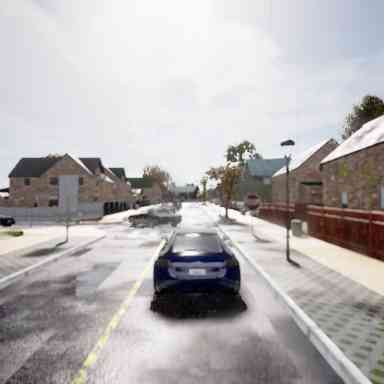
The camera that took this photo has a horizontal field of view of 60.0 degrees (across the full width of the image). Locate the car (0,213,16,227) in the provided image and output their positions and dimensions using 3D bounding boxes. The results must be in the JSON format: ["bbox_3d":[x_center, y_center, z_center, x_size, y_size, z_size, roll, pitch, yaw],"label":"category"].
[{"bbox_3d":[-15.166,1.956,24.300,4.181,1.385,1.994,-1,-3,8],"label":"car"}]

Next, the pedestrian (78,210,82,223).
[{"bbox_3d":[-9.914,2.137,29.523,0.500,1.100,0.500,0,-2,5],"label":"pedestrian"}]

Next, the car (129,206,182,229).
[{"bbox_3d":[-2.665,1.793,22.920,1.895,1.301,4.718,1,-3,-34],"label":"car"}]

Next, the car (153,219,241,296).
[{"bbox_3d":[0.102,1.656,8.928,1.994,1.385,4.181,0,-1,0],"label":"car"}]

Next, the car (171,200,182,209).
[{"bbox_3d":[-2.803,2.265,60.866,1.837,1.490,4.892,0,-1,1],"label":"car"}]

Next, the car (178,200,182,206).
[{"bbox_3d":[-2.843,1.940,49.113,2.097,1.767,4.553,0,-1,0],"label":"car"}]

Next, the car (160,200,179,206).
[{"bbox_3d":[-2.851,2.018,39.141,1.994,1.385,4.181,0,-1,0],"label":"car"}]
